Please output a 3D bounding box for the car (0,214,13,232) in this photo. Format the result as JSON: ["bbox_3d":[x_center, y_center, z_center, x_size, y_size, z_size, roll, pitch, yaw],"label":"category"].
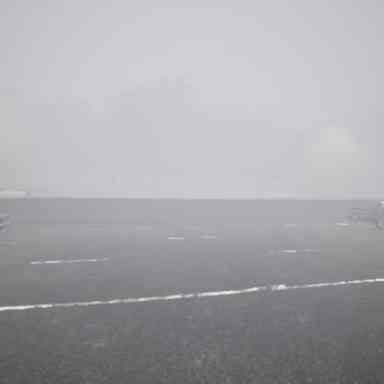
[{"bbox_3d":[-9.765,1.160,13.028,4.718,1.301,1.895,1,1,-16],"label":"car"}]

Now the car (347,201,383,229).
[{"bbox_3d":[11.397,1.276,19.213,4.902,1.511,2.128,1,1,-16],"label":"car"}]
